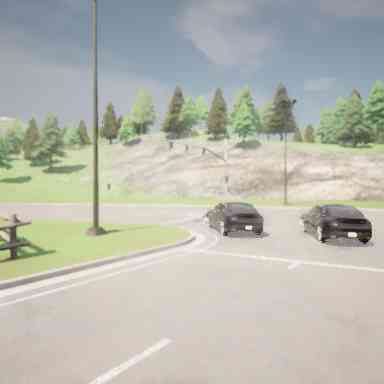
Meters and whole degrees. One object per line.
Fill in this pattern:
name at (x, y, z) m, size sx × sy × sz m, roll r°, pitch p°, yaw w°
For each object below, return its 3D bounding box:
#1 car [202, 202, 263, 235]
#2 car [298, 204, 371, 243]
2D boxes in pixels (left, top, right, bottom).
car at (1.990, 1.254, 16.921) m, size 1.837 × 1.490 × 4.892 m, roll 2°, pitch 1°, yaw -12°
car at (6.184, 1.285, 14.819) m, size 1.837 × 1.490 × 4.892 m, roll 2°, pitch 2°, yaw 4°
